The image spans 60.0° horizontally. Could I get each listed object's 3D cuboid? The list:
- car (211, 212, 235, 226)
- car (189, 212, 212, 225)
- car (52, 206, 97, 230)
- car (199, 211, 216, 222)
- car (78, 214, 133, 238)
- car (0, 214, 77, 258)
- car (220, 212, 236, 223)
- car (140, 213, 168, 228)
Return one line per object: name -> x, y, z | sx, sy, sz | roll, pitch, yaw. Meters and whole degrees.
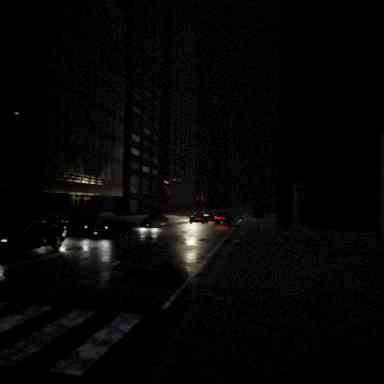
car -> 3.999, 3.441, 42.267 | 1.837, 1.490, 4.892 | 1, -3, 11
car -> 0.866, 3.450, 43.214 | 2.033, 1.411, 5.357 | 1, -3, 11
car -> -9.081, 2.103, 25.227 | 2.150, 2.045, 5.566 | 1, -2, 10
car -> 2.570, 3.860, 53.035 | 2.128, 1.511, 4.902 | 1, -3, 10
car -> -5.978, 2.511, 24.127 | 1.895, 1.301, 4.718 | 1, -3, 10
car -> -7.611, 1.968, 15.018 | 2.128, 1.511, 4.902 | 1, -3, 10
car -> 5.767, 3.968, 52.461 | 2.033, 1.411, 5.357 | 1, -3, 10
car -> -3.918, 3.006, 35.670 | 2.033, 1.411, 5.357 | 1, -2, 10
